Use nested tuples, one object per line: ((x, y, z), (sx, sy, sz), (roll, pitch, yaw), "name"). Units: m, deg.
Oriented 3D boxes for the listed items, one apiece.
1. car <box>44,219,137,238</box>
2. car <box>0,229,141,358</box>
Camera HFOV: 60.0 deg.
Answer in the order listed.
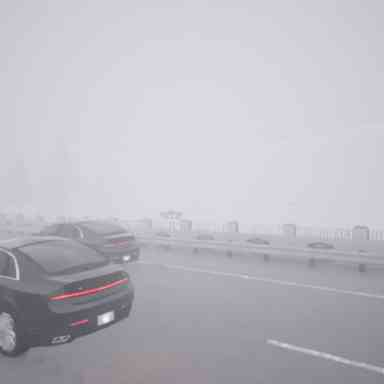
((-3.854, 1.671, 10.908), (4.892, 1.490, 1.837), (-1, -1, 35), "car")
((-3.223, 1.604, 6.194), (4.892, 1.490, 1.837), (-1, -1, 35), "car")
